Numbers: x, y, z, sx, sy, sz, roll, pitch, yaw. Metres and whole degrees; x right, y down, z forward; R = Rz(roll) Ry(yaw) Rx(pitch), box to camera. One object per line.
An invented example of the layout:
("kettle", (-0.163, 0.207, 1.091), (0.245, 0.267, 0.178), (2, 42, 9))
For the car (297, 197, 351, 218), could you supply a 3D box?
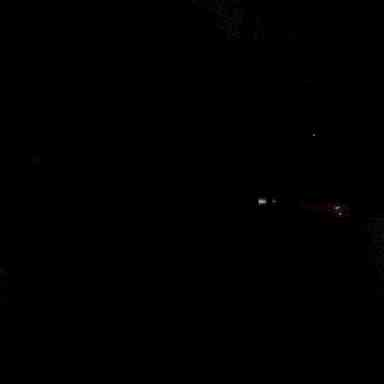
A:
("car", (11.701, 1.378, 29.630), (2.097, 1.767, 4.553), (1, 0, -36))
